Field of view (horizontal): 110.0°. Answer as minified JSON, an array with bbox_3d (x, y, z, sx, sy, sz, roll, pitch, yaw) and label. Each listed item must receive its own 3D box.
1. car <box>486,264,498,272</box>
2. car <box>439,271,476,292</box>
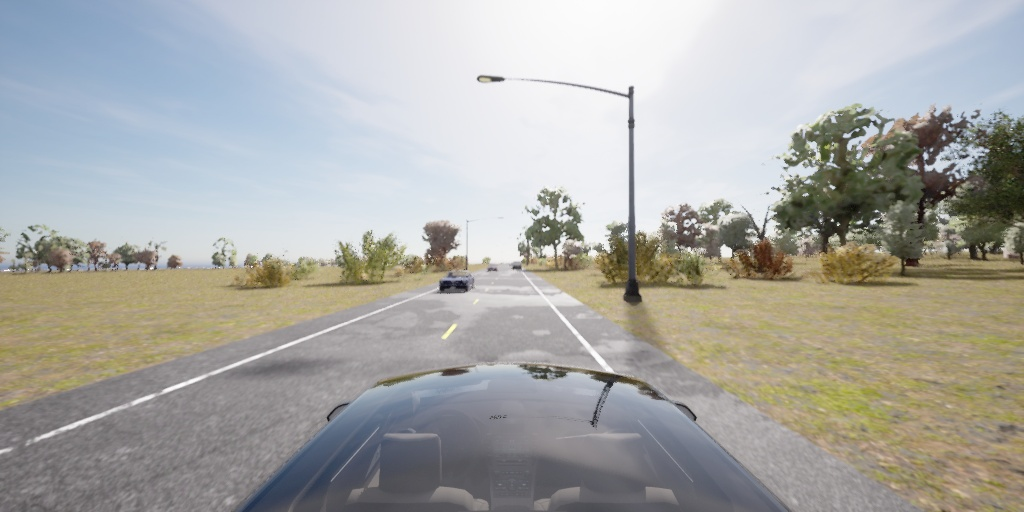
[{"bbox_3d":[-3.495,2.120,65.204,1.812,1.442,4.674,0,-1,1],"label":"car"},{"bbox_3d":[-3.590,1.653,24.007,1.895,1.301,4.718,0,-1,0],"label":"car"}]
